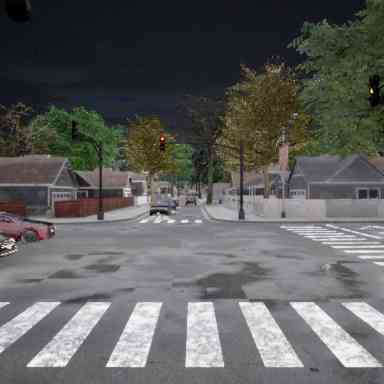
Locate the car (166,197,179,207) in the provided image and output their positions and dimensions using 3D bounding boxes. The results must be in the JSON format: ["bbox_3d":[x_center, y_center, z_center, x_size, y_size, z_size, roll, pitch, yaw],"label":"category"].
[{"bbox_3d":[-3.016,1.568,53.053,1.812,1.442,4.674,0,0,0],"label":"car"}]

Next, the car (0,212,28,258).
[{"bbox_3d":[-8.233,1.546,10.612,4.892,1.490,1.837,-1,0,0],"label":"car"}]

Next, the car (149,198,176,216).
[{"bbox_3d":[-3.021,1.567,32.915,2.033,1.411,5.357,0,0,0],"label":"car"}]

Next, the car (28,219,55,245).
[{"bbox_3d":[-8.418,1.605,14.881,4.181,1.385,1.994,-1,0,-13],"label":"car"}]

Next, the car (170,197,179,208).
[{"bbox_3d":[-2.999,1.594,42.803,1.994,1.385,4.181,0,0,0],"label":"car"}]

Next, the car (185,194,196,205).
[{"bbox_3d":[-0.171,1.550,59.520,1.837,1.490,4.892,0,-2,0],"label":"car"}]
